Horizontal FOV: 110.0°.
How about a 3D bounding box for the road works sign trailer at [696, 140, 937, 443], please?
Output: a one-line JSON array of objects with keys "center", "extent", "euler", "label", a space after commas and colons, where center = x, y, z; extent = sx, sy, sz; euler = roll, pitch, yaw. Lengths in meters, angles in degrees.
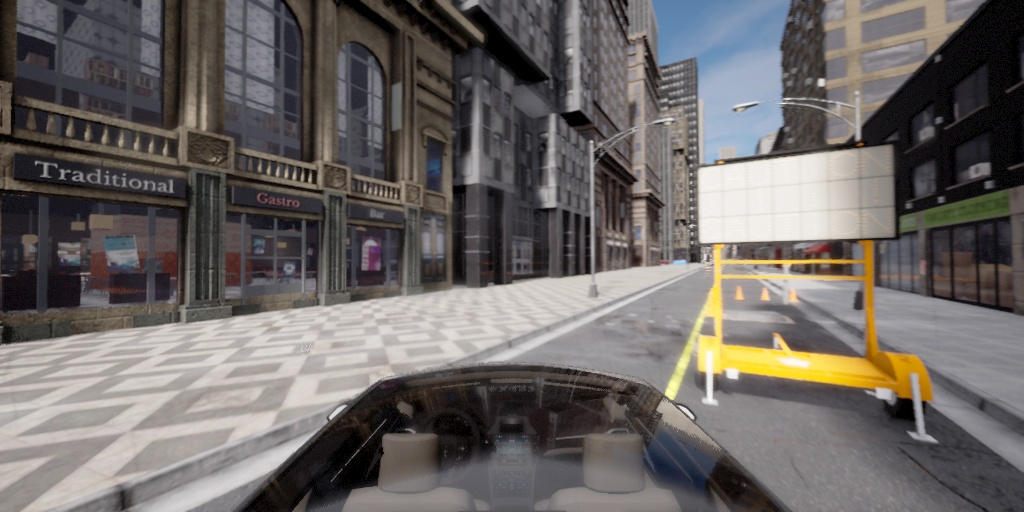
[{"center": [4.263, 0.201, 5.554], "extent": [2.380, 3.560, 2.880], "euler": [0, 0, 31], "label": "road works sign trailer"}]
